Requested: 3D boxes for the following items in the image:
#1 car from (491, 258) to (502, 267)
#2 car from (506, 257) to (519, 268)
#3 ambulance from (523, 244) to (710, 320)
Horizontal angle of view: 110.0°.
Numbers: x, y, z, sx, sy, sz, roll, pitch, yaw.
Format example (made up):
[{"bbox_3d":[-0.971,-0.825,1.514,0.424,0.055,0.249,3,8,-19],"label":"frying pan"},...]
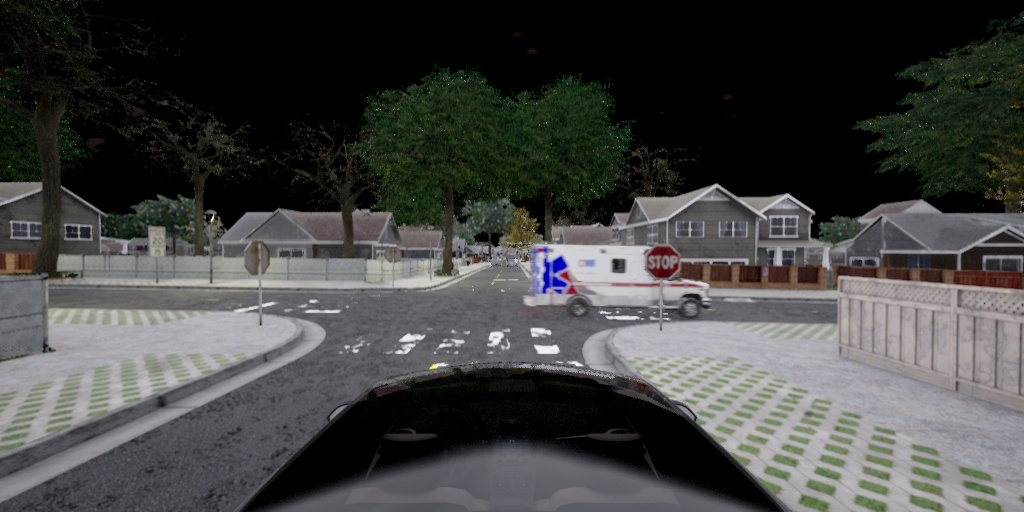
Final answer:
[{"bbox_3d":[-2.713,1.154,62.425,1.837,1.490,4.892,0,0,0],"label":"car"},{"bbox_3d":[0.035,1.215,57.826,1.994,1.385,4.181,0,0,0],"label":"car"},{"bbox_3d":[3.599,0.863,12.906,6.366,2.431,2.351,1,1,1],"label":"ambulance"}]
